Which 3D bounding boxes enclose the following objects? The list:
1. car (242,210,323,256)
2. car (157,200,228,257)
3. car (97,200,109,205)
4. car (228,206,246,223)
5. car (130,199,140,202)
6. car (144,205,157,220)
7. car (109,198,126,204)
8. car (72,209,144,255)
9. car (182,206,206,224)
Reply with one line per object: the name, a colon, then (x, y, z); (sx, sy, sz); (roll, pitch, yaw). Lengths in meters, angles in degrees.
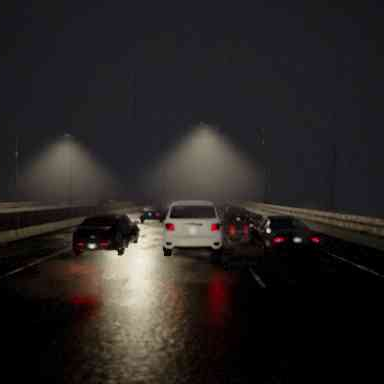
car: (3.547, 1.677, 13.625); (2.033, 1.411, 5.357); (0, -1, 0)
car: (0.047, 1.347, 13.679); (2.150, 2.045, 5.566); (0, 0, 0)
car: (-19.497, 2.379, 73.185); (1.994, 1.385, 4.181); (0, -1, 2)
car: (3.725, 1.887, 28.636); (1.895, 1.301, 4.718); (0, -1, 1)
car: (-12.505, 2.301, 72.866); (1.882, 1.535, 5.008); (0, -1, 2)
car: (-3.276, 1.834, 28.631); (2.033, 1.411, 5.357); (0, -1, 1)
car: (-16.000, 2.180, 73.058); (2.097, 1.767, 4.553); (0, -1, 2)
car: (-3.447, 1.641, 13.982); (1.837, 1.490, 4.892); (0, 0, 1)
car: (0.226, 1.888, 28.693); (1.895, 1.301, 4.718); (0, -1, 1)
